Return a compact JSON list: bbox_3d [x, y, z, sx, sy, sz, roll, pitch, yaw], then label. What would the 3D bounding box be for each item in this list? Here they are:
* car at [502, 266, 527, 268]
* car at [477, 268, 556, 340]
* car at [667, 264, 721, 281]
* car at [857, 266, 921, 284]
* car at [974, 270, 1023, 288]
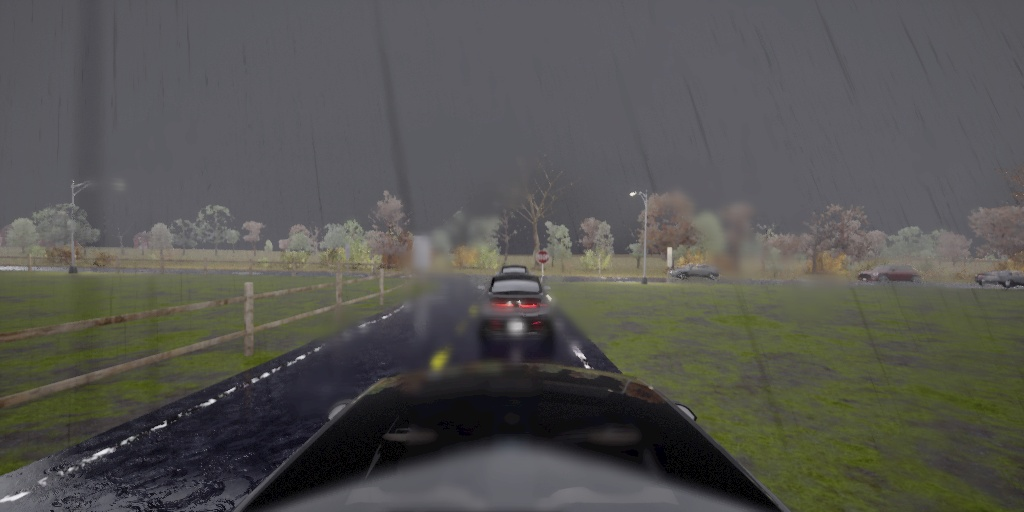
[{"bbox_3d":[0.144,1.237,19.138,1.837,1.490,4.892,0,0,2],"label":"car"},{"bbox_3d":[0.100,1.246,9.973,1.837,1.490,4.892,0,0,0],"label":"car"},{"bbox_3d":[17.593,1.530,34.775,4.902,1.511,2.128,1,1,0],"label":"car"},{"bbox_3d":[36.428,1.723,34.723,4.553,1.767,2.097,1,1,0],"label":"car"},{"bbox_3d":[44.322,2.046,31.828,4.902,1.511,2.128,1,1,1],"label":"car"}]
